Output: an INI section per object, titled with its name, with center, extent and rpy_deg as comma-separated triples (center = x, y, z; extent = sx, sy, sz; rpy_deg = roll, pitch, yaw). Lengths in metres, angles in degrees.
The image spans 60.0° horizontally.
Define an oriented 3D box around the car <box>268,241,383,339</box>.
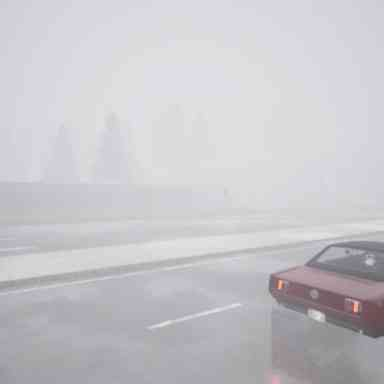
[car]
center = 3.735, 1.621, 6.409
extent = 4.718, 1.301, 1.895
rpy_deg = 0, 0, -35
